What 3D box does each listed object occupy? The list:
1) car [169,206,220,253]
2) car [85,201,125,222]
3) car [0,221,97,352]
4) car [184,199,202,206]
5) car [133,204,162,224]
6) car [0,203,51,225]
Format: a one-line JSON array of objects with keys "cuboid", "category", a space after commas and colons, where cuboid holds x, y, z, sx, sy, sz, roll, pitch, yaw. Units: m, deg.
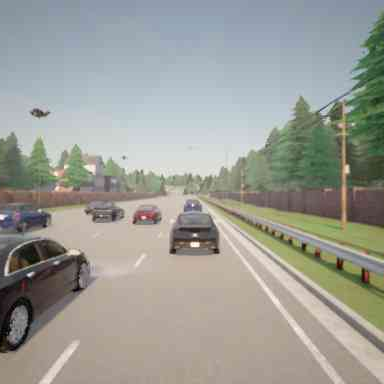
[{"cuboid": [0.101, 1.576, 13.945, 1.837, 1.490, 4.892, 0, 0, 0], "category": "car"}, {"cuboid": [-6.919, 1.631, 27.813, 2.128, 1.511, 4.902, 0, 0, 0], "category": "car"}, {"cuboid": [-3.400, 1.534, 6.185, 1.837, 1.490, 4.892, 0, -1, 0], "category": "car"}, {"cuboid": [0.101, 1.547, 39.406, 2.097, 1.767, 4.553, 0, 0, 0], "category": "car"}, {"cuboid": [-3.428, 1.655, 25.957, 1.812, 1.442, 4.674, 0, 0, 0], "category": "car"}, {"cuboid": [-10.469, 1.453, 20.436, 2.097, 1.767, 4.553, 0, 0, 1], "category": "car"}]
